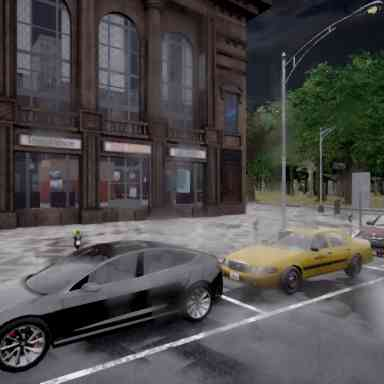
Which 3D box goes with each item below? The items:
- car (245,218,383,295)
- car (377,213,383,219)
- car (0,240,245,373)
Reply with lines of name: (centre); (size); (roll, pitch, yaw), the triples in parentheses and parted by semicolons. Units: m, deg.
car: (2.891, 1.525, 8.715); (4.829, 1.417, 1.752); (0, 0, -36)
car: (7.453, 1.441, 11.974); (4.097, 1.590, 1.967); (0, 0, -36)
car: (-1.396, 1.566, 5.653); (4.313, 1.339, 1.947); (0, 0, -36)
